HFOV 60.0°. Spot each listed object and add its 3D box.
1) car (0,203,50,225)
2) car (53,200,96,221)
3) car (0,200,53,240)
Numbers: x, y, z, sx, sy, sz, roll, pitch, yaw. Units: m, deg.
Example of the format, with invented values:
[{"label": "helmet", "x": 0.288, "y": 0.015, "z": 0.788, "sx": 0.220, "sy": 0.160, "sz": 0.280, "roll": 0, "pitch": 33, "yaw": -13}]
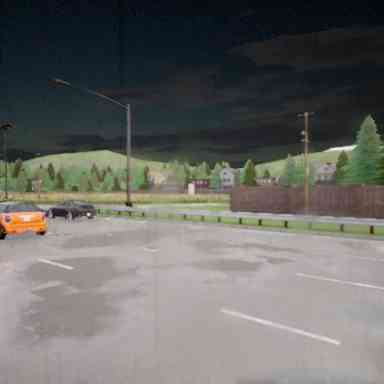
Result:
[{"label": "car", "x": -12.323, "y": 1.501, "z": 23.924, "sx": 4.718, "sy": 1.301, "sz": 1.895, "roll": 0, "pitch": 0, "yaw": 40}, {"label": "car", "x": -9.489, "y": 1.393, "z": 26.116, "sx": 4.892, "sy": 1.490, "sz": 1.837, "roll": 0, "pitch": 0, "yaw": 40}, {"label": "car", "x": -9.329, "y": 1.282, "z": 16.873, "sx": 4.553, "sy": 1.767, "sz": 2.097, "roll": 0, "pitch": 0, "yaw": 40}]
